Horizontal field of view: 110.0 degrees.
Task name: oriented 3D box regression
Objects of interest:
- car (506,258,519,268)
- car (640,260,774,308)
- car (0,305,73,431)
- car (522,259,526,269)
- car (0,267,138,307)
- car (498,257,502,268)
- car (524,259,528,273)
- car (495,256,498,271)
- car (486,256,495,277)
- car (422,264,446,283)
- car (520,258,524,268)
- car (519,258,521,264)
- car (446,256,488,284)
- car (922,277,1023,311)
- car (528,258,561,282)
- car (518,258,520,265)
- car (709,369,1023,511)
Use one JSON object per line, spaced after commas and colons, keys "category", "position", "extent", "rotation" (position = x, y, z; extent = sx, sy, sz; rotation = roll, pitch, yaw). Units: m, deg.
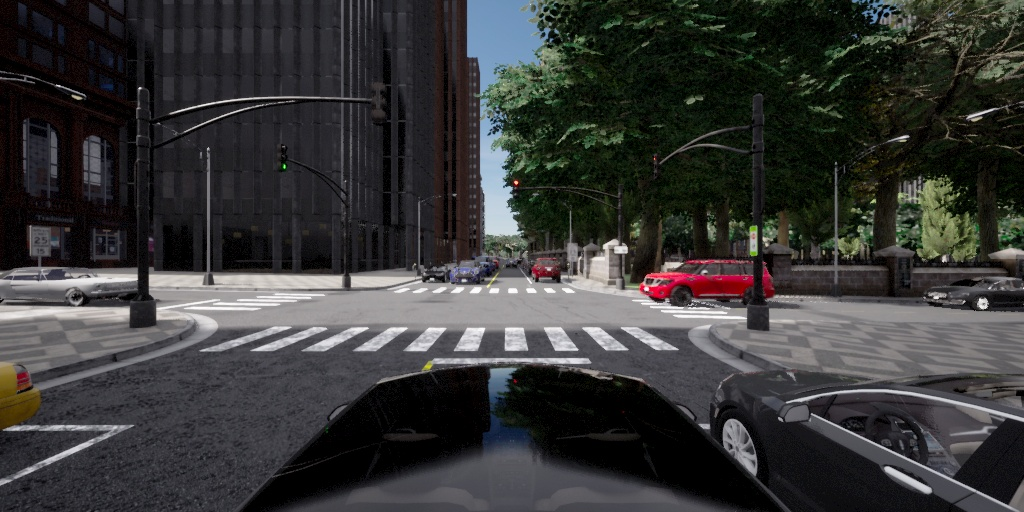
{"category": "car", "position": [-0.100, 1.399, 61.385], "extent": [1.895, 1.301, 4.718], "rotation": [0, 0, 0]}
{"category": "car", "position": [8.731, 1.177, 16.153], "extent": [5.566, 2.045, 2.150], "rotation": [1, 0, -6]}
{"category": "car", "position": [-5.760, 1.275, 1.555], "extent": [1.751, 1.417, 4.829], "rotation": [0, 0, 0]}
{"category": "car", "position": [2.618, 1.329, 44.796], "extent": [2.007, 1.370, 4.403], "rotation": [0, 0, 0]}
{"category": "car", "position": [-16.479, 1.069, 13.130], "extent": [4.718, 1.301, 1.895], "rotation": [1, 0, -1]}
{"category": "car", "position": [-3.241, 1.015, 57.274], "extent": [2.150, 2.045, 5.566], "rotation": [0, 0, 0]}
{"category": "car", "position": [2.637, 1.338, 39.340], "extent": [1.948, 1.339, 4.313], "rotation": [0, 0, 0]}
{"category": "car", "position": [-3.242, 1.133, 46.768], "extent": [2.097, 1.767, 4.553], "rotation": [0, 0, 0]}
{"category": "car", "position": [-3.213, 0.991, 36.585], "extent": [2.150, 2.045, 5.566], "rotation": [0, 0, 0]}
{"category": "car", "position": [-5.851, 1.327, 28.389], "extent": [1.948, 1.339, 4.313], "rotation": [0, 0, 0]}
{"category": "car", "position": [2.599, 1.336, 50.253], "extent": [2.007, 1.370, 4.403], "rotation": [0, 0, 0]}
{"category": "car", "position": [2.581, 1.231, 55.710], "extent": [1.967, 1.591, 4.097], "rotation": [0, 0, 0]}
{"category": "car", "position": [-3.248, 1.112, 26.826], "extent": [2.097, 1.767, 4.553], "rotation": [0, 0, 1]}
{"category": "car", "position": [22.130, 1.733, 16.675], "extent": [4.892, 1.490, 1.837], "rotation": [1, 0, -1]}
{"category": "car", "position": [2.674, 1.076, 28.428], "extent": [2.192, 1.841, 5.009], "rotation": [0, 0, 0]}
{"category": "car", "position": [2.562, 1.237, 61.166], "extent": [1.967, 1.591, 4.097], "rotation": [0, 0, 0]}
{"category": "car", "position": [2.764, 1.300, 1.763], "extent": [2.007, 1.370, 4.403], "rotation": [0, 0, 0]}
